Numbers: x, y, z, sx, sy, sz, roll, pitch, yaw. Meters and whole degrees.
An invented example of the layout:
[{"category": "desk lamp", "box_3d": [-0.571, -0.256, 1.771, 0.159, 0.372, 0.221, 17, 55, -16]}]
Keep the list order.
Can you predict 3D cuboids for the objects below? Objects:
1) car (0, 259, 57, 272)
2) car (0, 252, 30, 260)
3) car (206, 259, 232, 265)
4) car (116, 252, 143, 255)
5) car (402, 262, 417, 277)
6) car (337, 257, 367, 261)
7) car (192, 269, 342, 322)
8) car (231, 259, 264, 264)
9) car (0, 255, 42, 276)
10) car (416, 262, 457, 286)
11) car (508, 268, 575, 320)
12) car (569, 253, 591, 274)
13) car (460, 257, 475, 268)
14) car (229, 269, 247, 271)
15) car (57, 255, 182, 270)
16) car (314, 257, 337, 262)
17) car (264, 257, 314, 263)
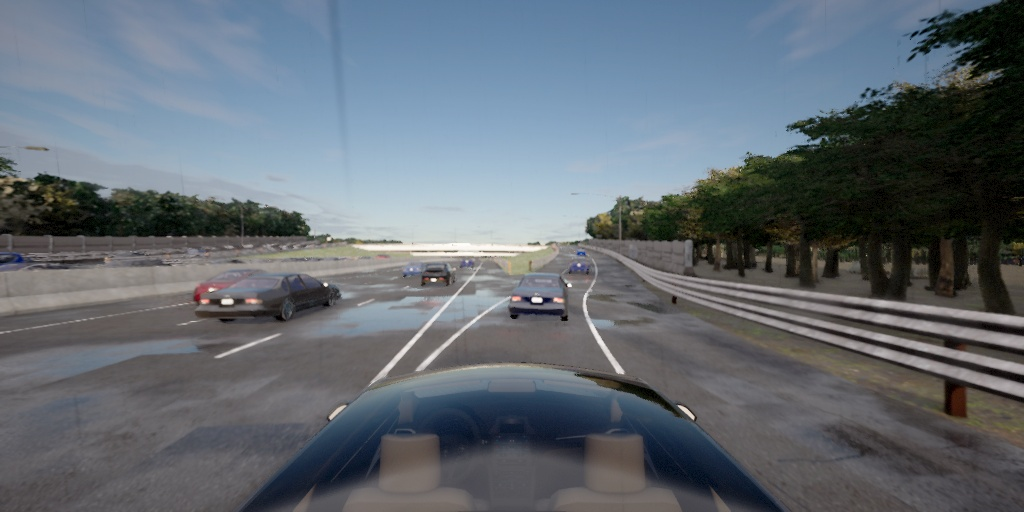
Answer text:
[{"category": "car", "box_3d": [-25.777, 1.115, 18.953, 2.128, 1.511, 4.902, 0, 0, -3]}, {"category": "car", "box_3d": [-29.249, 0.809, 18.662, 2.150, 2.045, 5.566, 1, 1, -3]}, {"category": "car", "box_3d": [-30.390, 1.086, 38.009, 1.837, 1.490, 4.892, 0, 0, -3]}, {"category": "car", "box_3d": [-47.340, 0.273, 44.081, 1.837, 1.490, 4.892, 1, 2, -19]}, {"category": "car", "box_3d": [-8.913, 1.238, 33.751, 2.033, 1.411, 5.357, 0, 0, -3]}, {"category": "car", "box_3d": [-24.387, 0.968, 54.770, 1.882, 1.535, 5.008, 0, 0, -3]}, {"category": "car", "box_3d": [-7.657, 1.257, 11.984, 2.033, 1.411, 5.357, 0, 0, -3]}, {"category": "car", "box_3d": [-26.883, 1.160, 37.932, 1.994, 1.385, 4.181, 0, 0, -3]}, {"category": "car", "box_3d": [-41.669, 0.762, 29.245, 1.837, 1.490, 4.892, 0, 1, -22]}, {"category": "car", "box_3d": [-4.963, 1.222, 24.529, 1.837, 1.490, 4.892, 0, 0, -3]}, {"category": "car", "box_3d": [1.089, 1.306, 12.662, 2.033, 1.411, 5.357, 1, 0, 9]}, {"category": "car", "box_3d": [7.363, 0.915, 38.762, 2.097, 1.767, 4.553, 0, 2, 14]}, {"category": "car", "box_3d": [-6.898, 0.921, 56.157, 2.097, 1.767, 4.553, 0, 0, -4]}, {"category": "car", "box_3d": [-11.362, 1.255, 15.556, 1.994, 1.385, 4.181, 0, 0, -3]}, {"category": "car", "box_3d": [-22.377, 0.989, 20.806, 2.097, 1.767, 4.553, 0, 0, -3]}, {"category": "car", "box_3d": [-27.918, 0.946, 55.255, 1.882, 1.535, 5.008, 0, 1, -3]}, {"category": "car", "box_3d": [-23.369, 0.965, 37.765, 2.097, 1.767, 4.553, 0, 0, -3]}]
